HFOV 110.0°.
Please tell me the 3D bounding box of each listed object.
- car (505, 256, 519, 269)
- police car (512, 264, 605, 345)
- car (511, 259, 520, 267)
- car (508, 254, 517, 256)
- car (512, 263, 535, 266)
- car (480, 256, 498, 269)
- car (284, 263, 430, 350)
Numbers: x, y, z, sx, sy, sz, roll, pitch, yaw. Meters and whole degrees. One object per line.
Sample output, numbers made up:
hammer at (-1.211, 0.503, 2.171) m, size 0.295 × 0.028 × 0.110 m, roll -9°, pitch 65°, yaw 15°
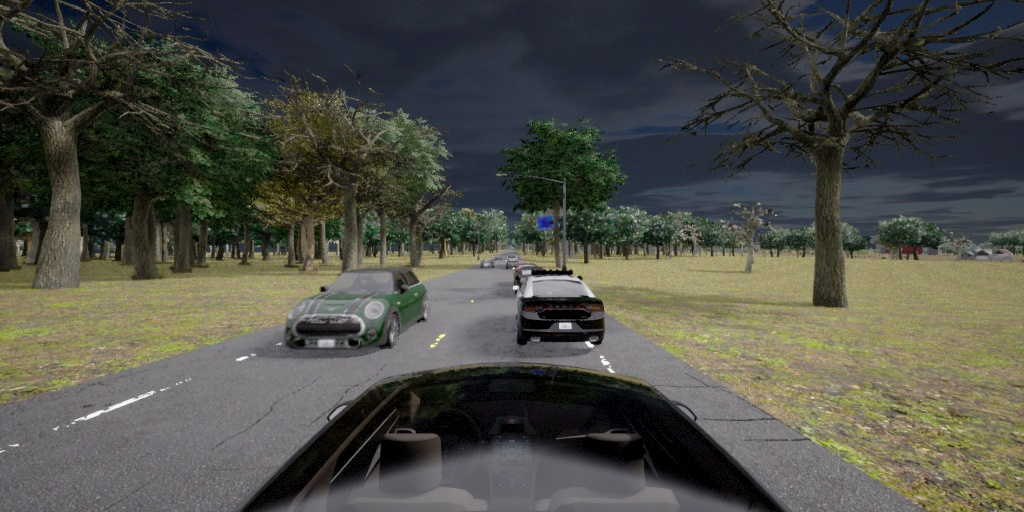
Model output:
car at (0.086, 1.106, 52.447) m, size 2.128 × 1.511 × 4.902 m, roll 0°, pitch 0°, yaw 0°
police car at (1.052, 1.175, 9.652) m, size 1.930 × 1.638 × 5.238 m, roll 0°, pitch 0°, yaw 0°
car at (1.058, 1.221, 25.540) m, size 1.882 × 1.535 × 5.008 m, roll 0°, pitch 0°, yaw 0°
car at (0.024, 0.721, 65.081) m, size 2.150 × 2.045 × 5.566 m, roll 0°, pitch 1°, yaw 0°
car at (1.056, 1.274, 19.542) m, size 1.812 × 1.442 × 4.674 m, roll 0°, pitch 0°, yaw 0°
car at (-3.578, 1.109, 51.868) m, size 2.128 × 1.511 × 4.902 m, roll 0°, pitch 0°, yaw 0°
car at (-3.594, 1.101, 9.186) m, size 2.097 × 1.767 × 4.553 m, roll 0°, pitch 0°, yaw 0°
